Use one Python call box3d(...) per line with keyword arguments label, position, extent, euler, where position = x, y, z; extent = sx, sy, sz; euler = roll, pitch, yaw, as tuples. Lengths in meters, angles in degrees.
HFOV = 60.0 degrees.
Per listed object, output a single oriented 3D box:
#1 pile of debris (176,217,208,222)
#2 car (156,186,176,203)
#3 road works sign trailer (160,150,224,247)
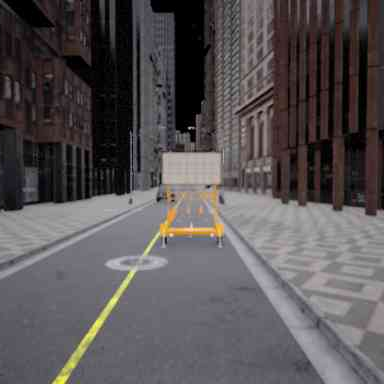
box3d(label="pile of debris", position=(-0.007, 1.664, 20.200), extent=(1.860, 0.140, 1.500), euler=(0, 1, 0))
box3d(label="car", position=(-3.106, 0.171, 40.797), extent=(2.150, 2.045, 5.566), euler=(0, 2, 0))
box3d(label="road works sign trailer", position=(-0.005, 0.140, 13.157), extent=(2.380, 3.560, 2.880), euler=(0, 1, 0))
